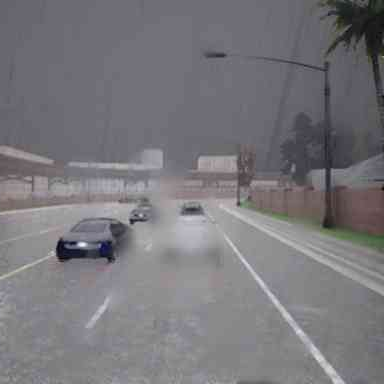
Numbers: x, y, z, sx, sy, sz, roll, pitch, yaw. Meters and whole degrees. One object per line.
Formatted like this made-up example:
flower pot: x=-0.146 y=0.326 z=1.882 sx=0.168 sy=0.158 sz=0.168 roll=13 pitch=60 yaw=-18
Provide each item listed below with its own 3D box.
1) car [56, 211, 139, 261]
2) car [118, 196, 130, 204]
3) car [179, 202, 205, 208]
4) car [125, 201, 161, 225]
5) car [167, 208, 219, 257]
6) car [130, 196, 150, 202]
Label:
car: x=-3.464 y=1.649 z=12.585 sx=1.994 sy=1.385 sz=4.181 roll=0 pitch=0 yaw=0
car: x=-12.658 y=1.589 z=64.208 sx=1.837 sy=1.490 sz=4.892 roll=-1 pitch=0 yaw=12
car: x=0.025 y=1.589 z=27.435 sx=1.837 sy=1.490 sz=4.892 roll=0 pitch=0 yaw=1
car: x=-3.496 y=1.641 z=25.239 sx=2.033 sy=1.411 sz=5.357 roll=0 pitch=0 yaw=0
car: x=0.039 y=1.604 z=13.117 sx=1.812 sy=1.442 sz=4.674 roll=0 pitch=0 yaw=1
car: x=-9.347 y=1.561 z=62.839 sx=2.128 sy=1.511 sz=4.902 roll=0 pitch=0 yaw=12
